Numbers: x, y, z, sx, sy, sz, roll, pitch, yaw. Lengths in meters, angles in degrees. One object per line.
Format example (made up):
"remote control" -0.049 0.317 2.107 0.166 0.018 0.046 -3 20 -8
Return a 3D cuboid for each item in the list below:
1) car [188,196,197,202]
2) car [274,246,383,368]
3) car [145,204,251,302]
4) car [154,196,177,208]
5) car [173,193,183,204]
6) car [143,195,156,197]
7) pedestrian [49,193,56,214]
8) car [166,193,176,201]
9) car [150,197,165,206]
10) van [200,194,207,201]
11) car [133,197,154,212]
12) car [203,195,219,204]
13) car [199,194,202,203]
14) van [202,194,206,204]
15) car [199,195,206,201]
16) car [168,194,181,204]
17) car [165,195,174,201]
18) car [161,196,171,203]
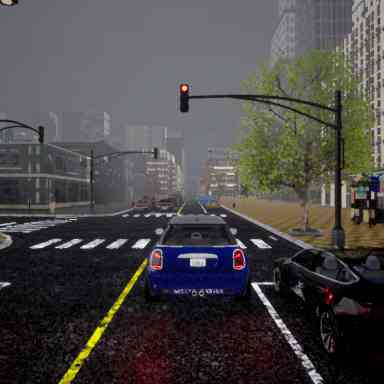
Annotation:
"car" 0.107 1.548 79.251 2.033 1.411 5.357 0 0 0
"car" 2.701 1.566 5.749 1.947 1.339 4.313 0 0 0
"car" 0.112 1.353 8.417 2.097 1.767 4.553 0 0 0
"car" -3.041 1.528 38.522 1.812 1.442 4.674 0 0 -2
"car" -2.943 1.229 65.531 2.150 2.045 5.566 0 0 1
"car" -5.627 1.318 43.787 2.192 1.841 5.009 0 0 0
"pedestrian" -12.709 1.039 30.250 0.375 1.860 0.375 0 -1 -1
"car" -5.568 1.324 88.196 2.192 1.841 5.009 0 0 0
"car" -5.613 1.555 54.890 2.008 1.369 4.403 0 0 0
"van" 2.806 1.349 82.636 1.690 1.788 3.998 0 0 0
"car" -5.636 1.585 38.236 1.802 1.307 4.206 0 0 0
"car" 2.752 1.528 43.948 1.752 1.417 4.829 0 0 0
"car" 2.774 1.556 60.432 2.008 1.369 4.403 0 0 0
"van" 2.761 1.345 49.330 1.690 1.788 3.998 0 0 0
"car" 2.812 1.534 88.357 1.752 1.417 4.829 0 0 0
"car" -3.030 1.482 49.653 1.882 1.535 5.008 0 0 0
"car" -5.576 1.559 82.645 2.008 1.369 4.403 0 0 0
"car" -5.591 1.532 71.373 1.752 1.417 4.829 0 0 0
